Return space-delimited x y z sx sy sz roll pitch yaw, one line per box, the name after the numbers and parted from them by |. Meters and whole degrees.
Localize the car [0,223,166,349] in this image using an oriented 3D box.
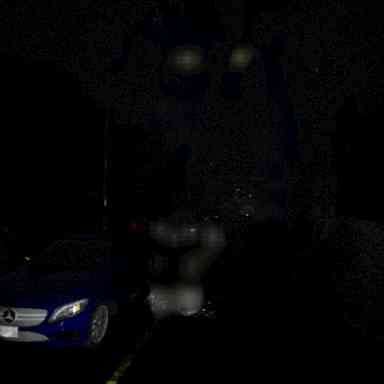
-1.984 1.518 6.471 1.812 1.442 4.674 2 -1 8 | car

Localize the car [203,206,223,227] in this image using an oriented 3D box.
1.460 1.858 26.564 2.128 1.511 4.902 2 -1 10 | car

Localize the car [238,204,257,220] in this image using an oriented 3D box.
6.173 2.238 37.008 1.812 1.442 4.674 2 -1 10 | car

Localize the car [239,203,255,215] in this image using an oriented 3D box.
8.089 2.479 48.449 2.128 1.511 4.902 2 -1 10 | car

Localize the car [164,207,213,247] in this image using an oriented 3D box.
-0.302 1.679 16.304 1.812 1.442 4.674 2 -1 10 | car
